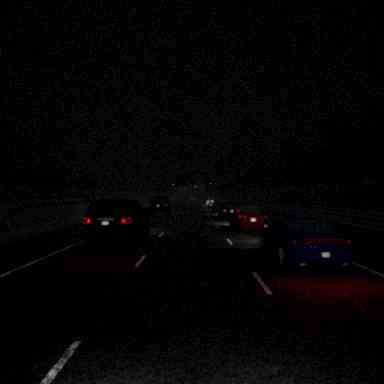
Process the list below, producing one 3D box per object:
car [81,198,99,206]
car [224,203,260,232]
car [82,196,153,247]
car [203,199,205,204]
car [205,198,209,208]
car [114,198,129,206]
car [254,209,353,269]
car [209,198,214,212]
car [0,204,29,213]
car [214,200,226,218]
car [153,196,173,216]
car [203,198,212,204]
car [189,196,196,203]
[{"bbox_3d":[-20.892,2.017,68.230,2.033,1.411,5.357,0,0,0],"label":"car"},{"bbox_3d":[3.534,1.644,21.445,2.163,1.488,4.792,0,0,0],"label":"car"},{"bbox_3d":[-3.374,1.323,15.615,2.150,2.045,5.566,0,0,0],"label":"car"},{"bbox_3d":[3.605,1.985,65.422,1.812,1.442,4.674,0,0,0],"label":"car"},{"bbox_3d":[3.587,1.974,54.450,1.895,1.301,4.718,0,0,0],"label":"car"},{"bbox_3d":[-13.903,1.936,66.027,1.882,1.535,5.008,0,0,0],"label":"car"},{"bbox_3d":[3.619,1.552,11.438,1.882,1.535,5.008,0,0,0],"label":"car"},{"bbox_3d":[3.570,1.797,43.419,1.837,1.490,4.892,0,0,0],"label":"car"},{"bbox_3d":[-14.058,1.693,25.460,1.812,1.442,4.674,0,0,0],"label":"car"},{"bbox_3d":[3.552,1.763,32.417,2.033,1.411,5.357,0,0,0],"label":"car"},{"bbox_3d":[-3.343,1.458,35.530,2.150,2.045,5.566,0,0,0],"label":"car"},{"bbox_3d":[3.622,2.153,76.454,1.895,1.301,4.718,0,-1,0],"label":"car"},{"bbox_3d":[0.137,2.152,86.046,2.128,1.511,4.902,0,-1,0],"label":"car"}]
